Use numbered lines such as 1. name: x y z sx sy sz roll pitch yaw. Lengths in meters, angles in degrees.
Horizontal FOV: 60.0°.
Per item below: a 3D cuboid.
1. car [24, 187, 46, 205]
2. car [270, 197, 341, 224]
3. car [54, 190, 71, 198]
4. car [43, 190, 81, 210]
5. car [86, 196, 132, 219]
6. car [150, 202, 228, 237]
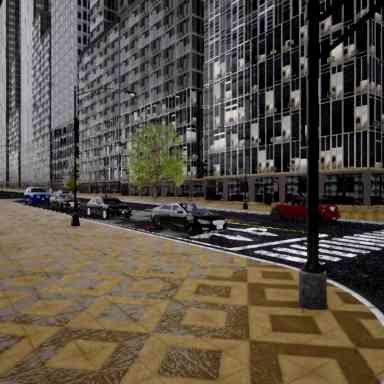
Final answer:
1. car: -18.866 0.433 40.572 2.150 2.045 5.566 0 1 -38
2. car: 7.621 1.109 22.801 2.097 1.767 4.553 0 1 -39
3. car: -25.299 0.299 64.873 1.812 1.442 4.674 0 1 -38
4. car: -12.347 0.899 32.167 2.128 1.511 4.902 0 1 -38
5. car: -6.111 1.097 24.208 1.837 1.490 4.892 0 1 -38
6. car: -0.268 1.257 16.776 2.128 1.511 4.902 0 1 -38
